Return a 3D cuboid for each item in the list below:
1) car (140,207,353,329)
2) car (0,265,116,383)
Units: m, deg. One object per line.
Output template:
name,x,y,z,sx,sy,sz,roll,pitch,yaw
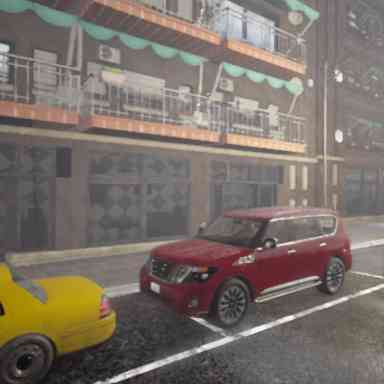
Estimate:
car,1.426,1.294,7.112,5.009,1.841,2.192,0,1,-35
car,-3.328,1.528,3.720,4.829,1.417,1.752,0,1,-35
